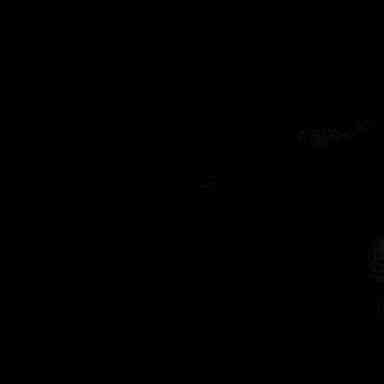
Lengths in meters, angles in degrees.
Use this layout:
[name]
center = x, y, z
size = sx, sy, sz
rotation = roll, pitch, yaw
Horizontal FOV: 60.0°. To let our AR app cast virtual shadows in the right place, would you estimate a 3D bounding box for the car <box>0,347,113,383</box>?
[car]
center = -2.412, 1.599, 1.086
size = 4.718, 1.301, 1.895
rotation = 1, -1, -34
